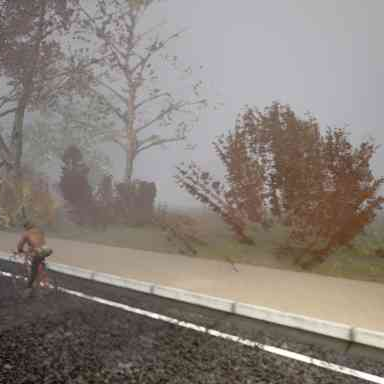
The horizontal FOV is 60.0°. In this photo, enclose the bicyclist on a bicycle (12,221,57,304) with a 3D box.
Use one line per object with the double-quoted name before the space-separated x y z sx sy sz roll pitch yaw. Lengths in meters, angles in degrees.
"bicyclist on a bicycle" -3.316 1.444 6.957 1.656 1.620 0.582 0 0 35
